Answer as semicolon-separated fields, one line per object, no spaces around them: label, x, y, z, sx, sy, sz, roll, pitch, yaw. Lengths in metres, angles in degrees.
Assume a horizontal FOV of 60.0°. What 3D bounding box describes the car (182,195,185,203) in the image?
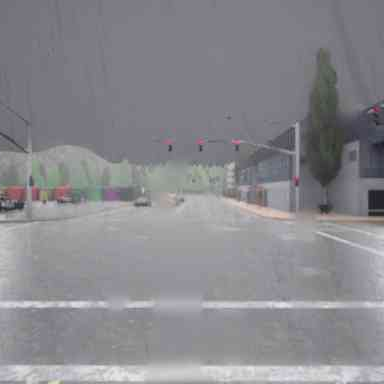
car;-2.572;1.417;69.227;1.882;1.535;5.008;0;0;2

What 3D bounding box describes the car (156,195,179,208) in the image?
car;-3.343;1.435;46.223;1.882;1.535;5.008;0;0;2

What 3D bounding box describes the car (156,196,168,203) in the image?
car;-6.095;1.502;68.621;1.994;1.385;4.181;0;0;2

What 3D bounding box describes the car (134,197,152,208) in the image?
car;-6.834;1.435;46.552;1.882;1.535;5.008;0;0;2

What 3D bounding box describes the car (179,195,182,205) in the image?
car;-3.029;1.455;53.644;1.837;1.490;4.892;0;0;2

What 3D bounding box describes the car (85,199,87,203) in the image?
car;-21.229;1.340;60.440;3.806;1.475;1.970;0;0;0

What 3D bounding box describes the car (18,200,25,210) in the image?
car;-21.287;1.122;37.921;3.866;1.878;1.905;0;0;0

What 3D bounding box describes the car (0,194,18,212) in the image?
car;-21.352;1.122;35.026;4.605;1.855;1.932;0;0;0

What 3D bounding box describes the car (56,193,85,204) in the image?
car;-21.251;1.104;57.544;3.866;1.878;1.905;0;0;0
